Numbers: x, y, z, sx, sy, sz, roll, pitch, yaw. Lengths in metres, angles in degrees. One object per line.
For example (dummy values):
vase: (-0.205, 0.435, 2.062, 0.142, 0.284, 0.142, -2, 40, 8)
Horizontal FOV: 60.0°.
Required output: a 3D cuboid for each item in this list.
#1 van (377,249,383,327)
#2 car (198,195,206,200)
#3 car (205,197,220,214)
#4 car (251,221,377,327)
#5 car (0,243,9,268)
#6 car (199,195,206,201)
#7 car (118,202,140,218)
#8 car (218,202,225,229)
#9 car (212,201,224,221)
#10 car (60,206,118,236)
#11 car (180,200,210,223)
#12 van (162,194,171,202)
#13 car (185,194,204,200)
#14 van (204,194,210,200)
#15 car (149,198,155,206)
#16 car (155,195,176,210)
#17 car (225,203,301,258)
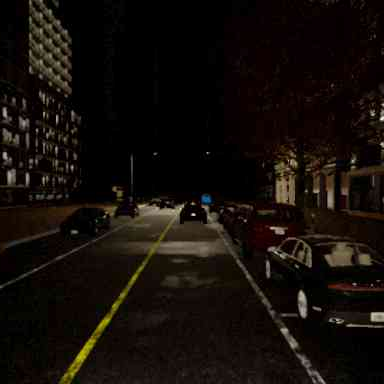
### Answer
van: (2.688, 1.341, 1.267, 1.690, 1.788, 3.998, 0, 0, 0)
car: (2.696, 1.503, 91.958, 1.947, 1.339, 4.313, 0, 0, 0)
car: (2.691, 1.549, 35.276, 1.947, 1.339, 4.313, 0, 0, 0)
car: (2.689, 1.548, 6.935, 2.008, 1.369, 4.403, 0, 0, 0)
car: (-5.692, 1.523, 6.767, 1.752, 1.417, 4.829, 0, 0, 0)
car: (2.695, 1.488, 86.290, 1.887, 1.381, 4.507, 0, 0, 0)
car: (-5.690, 1.568, 29.609, 1.802, 1.307, 4.206, 0, 0, 0)
car: (2.690, 1.517, 18.441, 1.752, 1.417, 4.829, 0, 0, 0)
car: (2.690, 1.571, 23.939, 1.802, 1.307, 4.206, 0, 0, 0)
car: (-5.691, 1.558, 18.272, 1.947, 1.339, 4.313, 0, 0, 0)
car: (0.100, 1.552, 25.186, 1.994, 1.385, 4.181, 0, 0, 0)
van: (-5.687, 1.295, 74.954, 1.690, 1.788, 3.998, 0, 0, 0)
car: (0.104, 1.331, 41.926, 2.097, 1.767, 4.553, 0, 0, 0)
van: (2.692, 1.305, 63.616, 1.690, 1.788, 3.998, 0, 0, 0)
car: (-5.689, 1.539, 52.281, 1.947, 1.339, 4.313, 0, 0, 0)
car: (-3.088, 1.486, 41.688, 1.837, 1.490, 4.892, 0, 0, 0)
car: (2.689, 1.310, 12.603, 2.192, 1.841, 5.009, 0, 0, 0)
